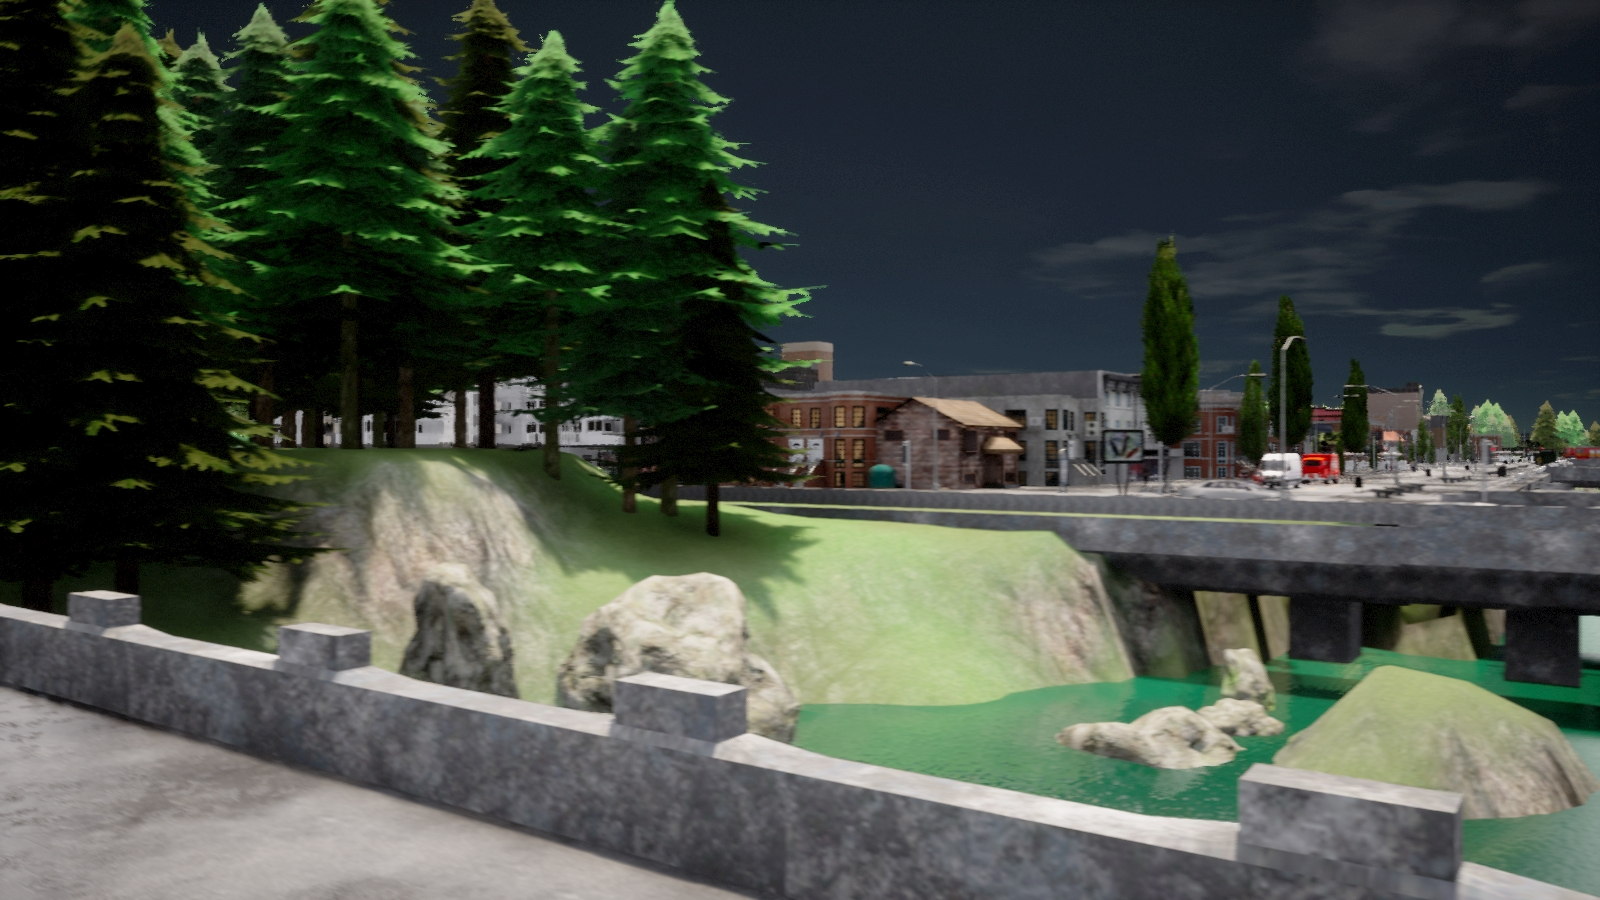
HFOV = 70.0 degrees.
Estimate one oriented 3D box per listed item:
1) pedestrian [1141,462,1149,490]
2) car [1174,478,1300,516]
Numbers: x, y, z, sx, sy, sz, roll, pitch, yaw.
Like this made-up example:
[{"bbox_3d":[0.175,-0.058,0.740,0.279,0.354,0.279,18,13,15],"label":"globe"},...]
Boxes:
[{"bbox_3d":[22.792,1.737,75.538,0.375,1.860,0.375,0,0,37],"label":"pedestrian"},{"bbox_3d":[19.554,2.047,51.160,4.902,1.511,2.128,0,0,35],"label":"car"}]
